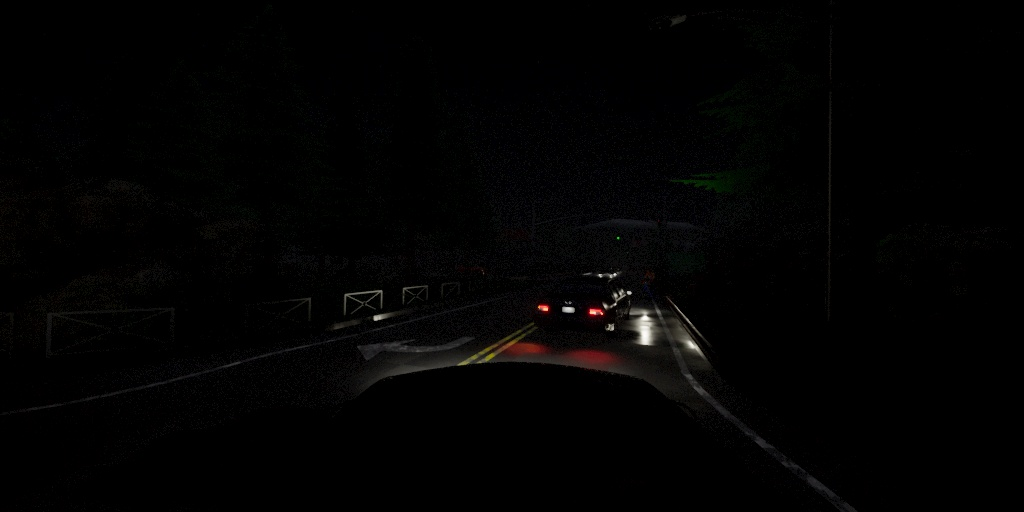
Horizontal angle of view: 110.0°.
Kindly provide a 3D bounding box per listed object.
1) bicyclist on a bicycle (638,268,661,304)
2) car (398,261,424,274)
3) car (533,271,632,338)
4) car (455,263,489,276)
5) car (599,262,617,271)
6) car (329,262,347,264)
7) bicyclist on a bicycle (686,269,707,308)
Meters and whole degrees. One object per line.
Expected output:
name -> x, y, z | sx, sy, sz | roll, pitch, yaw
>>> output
bicyclist on a bicycle -> 6.353, 1.374, 16.482 | 1.656, 1.620, 0.582 | 1, -1, -32
car -> -13.976, 1.504, 47.661 | 4.553, 1.767, 2.097 | 1, -1, 20
car -> 2.257, 1.296, 10.256 | 2.033, 1.411, 5.357 | 1, -1, 24
car -> -5.079, 1.631, 44.503 | 4.553, 1.767, 2.097 | 1, -1, 19
car -> 15.350, 2.068, 57.947 | 2.097, 1.767, 4.553 | 1, -1, 19
car -> -23.388, 1.548, 51.261 | 4.674, 1.442, 1.812 | 1, -1, 23
bicyclist on a bicycle -> 7.805, 1.386, 15.107 | 1.656, 1.620, 0.582 | 1, -1, -35
